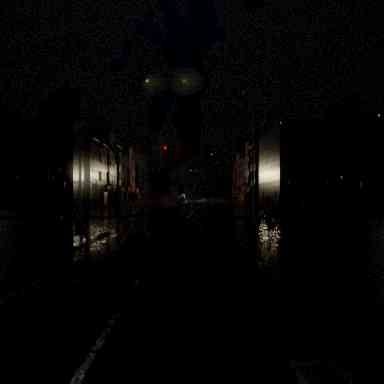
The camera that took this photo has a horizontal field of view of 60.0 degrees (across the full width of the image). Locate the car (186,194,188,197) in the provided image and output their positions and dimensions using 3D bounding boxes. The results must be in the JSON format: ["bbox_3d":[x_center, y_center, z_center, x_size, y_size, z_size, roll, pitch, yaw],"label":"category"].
[{"bbox_3d":[-2.637,1.360,72.018,2.192,1.841,5.009,0,0,0],"label":"car"}]

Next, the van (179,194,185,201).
[{"bbox_3d":[-2.639,1.428,88.834,1.690,1.788,3.998,0,0,0],"label":"van"}]

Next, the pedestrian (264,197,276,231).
[{"bbox_3d":[4.133,1.123,17.523,0.375,1.860,0.375,0,0,0],"label":"pedestrian"}]

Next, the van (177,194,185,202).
[{"bbox_3d":[-2.638,1.399,77.624,1.690,1.788,3.998,0,0,0],"label":"van"}]

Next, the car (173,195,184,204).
[{"bbox_3d":[-2.638,1.474,66.412,1.967,1.590,4.097,0,0,0],"label":"car"}]

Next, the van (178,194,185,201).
[{"bbox_3d":[-2.638,1.413,83.229,1.690,1.788,3.998,0,0,0],"label":"van"}]

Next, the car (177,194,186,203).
[{"bbox_3d":[-2.637,1.462,60.807,1.967,1.590,4.097,0,0,0],"label":"car"}]

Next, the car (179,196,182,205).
[{"bbox_3d":[-2.636,1.542,43.990,1.887,1.381,4.507,0,0,0],"label":"car"}]

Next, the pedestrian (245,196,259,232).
[{"bbox_3d":[3.041,1.131,16.923,0.375,1.860,0.375,0,0,0],"label":"pedestrian"}]

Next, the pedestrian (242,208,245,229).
[{"bbox_3d":[3.081,1.125,18.122,0.375,1.860,0.375,0,0,0],"label":"pedestrian"}]

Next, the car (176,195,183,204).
[{"bbox_3d":[-2.637,1.586,49.596,1.802,1.307,4.206,0,0,0],"label":"car"}]

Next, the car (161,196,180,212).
[{"bbox_3d":[-2.635,1.518,38.216,1.752,1.417,4.829,0,0,0],"label":"car"}]
